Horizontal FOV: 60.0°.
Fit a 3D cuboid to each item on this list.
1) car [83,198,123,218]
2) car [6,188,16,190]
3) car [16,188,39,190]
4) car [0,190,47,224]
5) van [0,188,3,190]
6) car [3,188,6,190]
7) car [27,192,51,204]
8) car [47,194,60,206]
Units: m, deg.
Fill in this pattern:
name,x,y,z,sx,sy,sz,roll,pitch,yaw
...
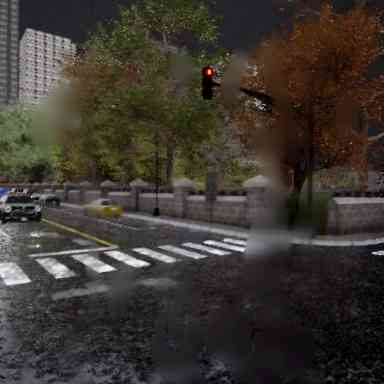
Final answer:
name,x,y,z,sx,sy,sz,roll,pitch,yaw
car,-6.793,1.128,25.100,1.752,1.417,4.829,1,0,-36
car,-29.489,0.239,56.306,2.192,1.841,5.009,1,0,-36
car,-22.975,0.432,47.351,2.192,1.841,5.009,1,0,-36
car,-10.958,0.948,20.964,2.097,1.767,4.553,0,1,-36
van,-39.262,-0.024,69.738,1.690,1.788,3.998,1,0,-36
car,-32.753,0.378,60.783,2.008,1.369,4.403,1,0,-36
car,-19.724,0.779,42.874,1.947,1.339,4.313,1,0,-36
car,-16.466,0.862,38.395,2.008,1.369,4.403,1,0,-36
